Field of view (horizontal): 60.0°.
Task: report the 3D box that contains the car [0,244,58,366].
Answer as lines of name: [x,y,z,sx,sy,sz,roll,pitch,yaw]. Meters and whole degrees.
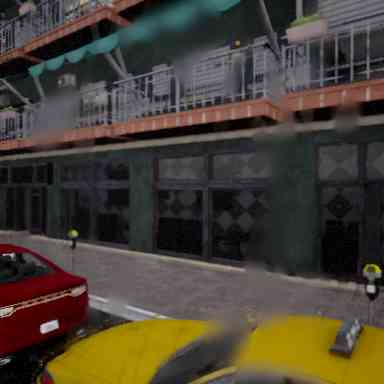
car: [-3.583,1.526,5.422,4.507,1.381,1.887,0,0,35]

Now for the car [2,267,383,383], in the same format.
car: [0.786,1.524,2.309,4.829,1.417,1.752,0,0,35]
